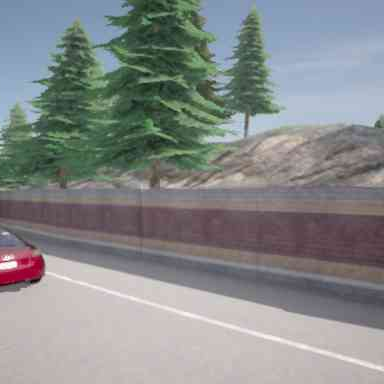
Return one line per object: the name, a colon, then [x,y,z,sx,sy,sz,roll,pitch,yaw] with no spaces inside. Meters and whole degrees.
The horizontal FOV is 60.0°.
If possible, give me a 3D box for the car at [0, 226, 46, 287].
car: [-5.559,1.571,8.546,4.181,1.385,1.994,0,0,39]
